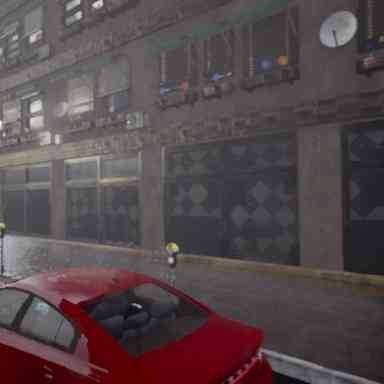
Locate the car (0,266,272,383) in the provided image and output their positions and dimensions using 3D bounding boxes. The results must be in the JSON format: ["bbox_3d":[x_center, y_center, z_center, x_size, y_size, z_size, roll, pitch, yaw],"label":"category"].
[{"bbox_3d":[-1.388,1.532,3.735,4.507,1.381,1.887,0,-1,36],"label":"car"}]
